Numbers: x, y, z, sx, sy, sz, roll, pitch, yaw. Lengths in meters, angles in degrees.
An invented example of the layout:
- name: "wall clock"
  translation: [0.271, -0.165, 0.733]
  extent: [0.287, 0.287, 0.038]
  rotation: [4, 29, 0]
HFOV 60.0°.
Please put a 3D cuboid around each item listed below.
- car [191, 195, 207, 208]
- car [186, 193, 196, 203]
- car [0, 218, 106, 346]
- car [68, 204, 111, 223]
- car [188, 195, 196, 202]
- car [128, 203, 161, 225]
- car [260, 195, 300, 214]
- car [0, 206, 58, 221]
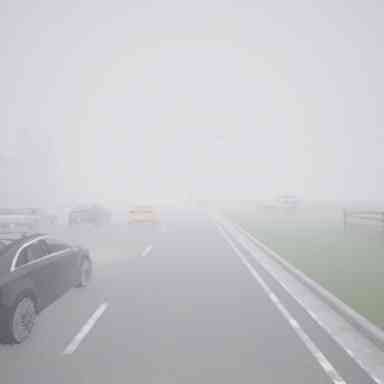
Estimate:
- name: "car"
  translation: [1.224, 1.612, 49.475]
  extent: [1.837, 1.490, 4.892]
  rotation: [0, 0, 0]
- name: "car"
  translation: [0.000, 1.311, 69.090]
  extent: [2.150, 2.045, 5.566]
  rotation: [0, 0, 0]
- name: "car"
  translation: [-3.399, 1.505, 6.355]
  extent: [2.128, 1.511, 4.902]
  rotation: [0, 0, 0]
- name: "car"
  translation: [-6.900, 1.541, 22.833]
  extent: [2.128, 1.511, 4.902]
  rotation: [0, 0, 0]
- name: "car"
  translation: [-0.001, 1.640, 84.409]
  extent: [1.837, 1.490, 4.892]
  rotation: [0, 0, 0]
- name: "car"
  translation: [-3.399, 1.531, 24.479]
  extent: [1.882, 1.535, 5.008]
  rotation: [0, 0, 0]
- name: "car"
  translation: [8.921, 1.286, 33.480]
  extent: [3.866, 1.878, 1.905]
  rotation: [0, 0, 0]
- name: "car"
  translation: [-10.398, 1.647, 21.435]
  extent: [1.895, 1.301, 4.718]
  rotation: [0, 0, 0]
